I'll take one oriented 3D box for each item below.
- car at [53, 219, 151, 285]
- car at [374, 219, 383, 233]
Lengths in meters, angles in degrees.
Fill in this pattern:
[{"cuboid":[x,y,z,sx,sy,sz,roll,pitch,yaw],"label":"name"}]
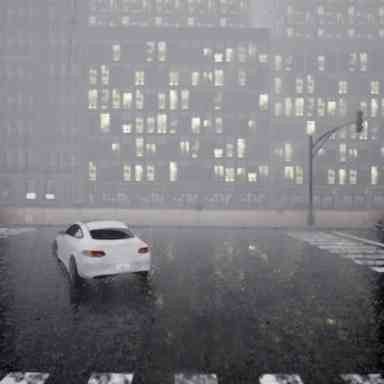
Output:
[{"cuboid":[-2.671,1.487,9.414,1.812,1.442,4.674,1,0,-30],"label":"car"},{"cuboid":[12.779,1.786,18.410,4.718,1.301,1.895,1,0,-1],"label":"car"}]
